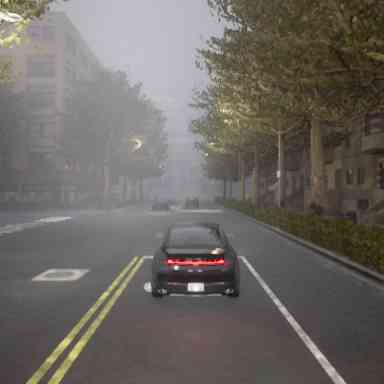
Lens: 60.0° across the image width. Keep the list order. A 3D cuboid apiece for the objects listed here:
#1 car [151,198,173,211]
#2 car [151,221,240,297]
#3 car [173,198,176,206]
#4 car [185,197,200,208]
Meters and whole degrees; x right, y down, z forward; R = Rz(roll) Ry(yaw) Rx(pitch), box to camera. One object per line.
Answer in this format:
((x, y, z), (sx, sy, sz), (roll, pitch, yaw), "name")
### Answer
((-3.679, 1.456, 39.829), (1.882, 1.535, 5.008), (0, 0, 1), "car")
((0.074, 1.500, 8.530), (1.837, 1.490, 4.892), (0, 0, 0), "car")
((-3.655, 1.571, 54.060), (1.895, 1.301, 4.718), (0, 0, 0), "car")
((0.010, 1.499, 48.471), (1.812, 1.442, 4.674), (0, 0, 0), "car")
